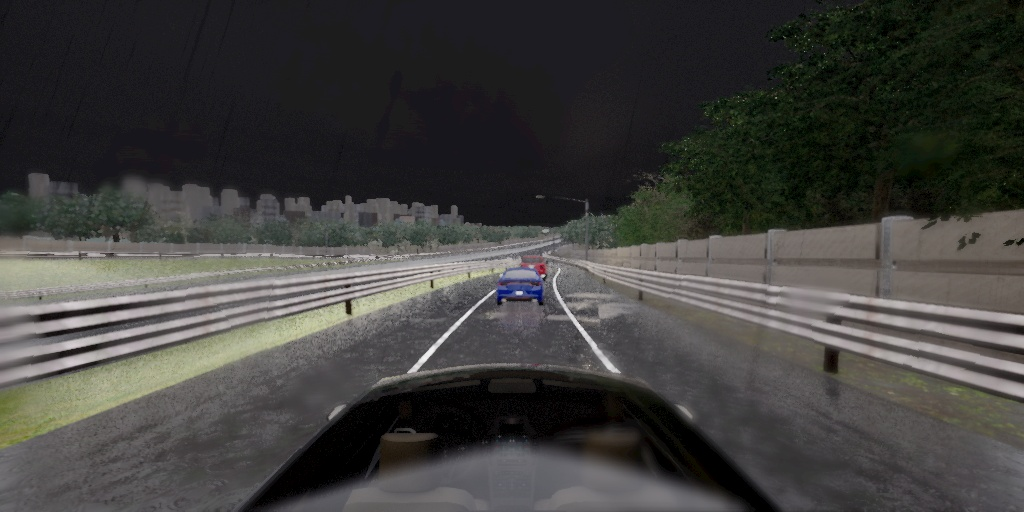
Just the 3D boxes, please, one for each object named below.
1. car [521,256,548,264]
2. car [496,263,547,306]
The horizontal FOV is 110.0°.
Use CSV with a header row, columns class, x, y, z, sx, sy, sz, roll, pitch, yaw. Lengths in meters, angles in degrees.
class,x,y,z,sx,sy,sz,roll,pitch,yaw
car,1.881,1.012,30.758,2.150,2.045,5.566,1,0,8
car,0.429,1.234,15.892,1.882,1.535,5.008,0,0,4
